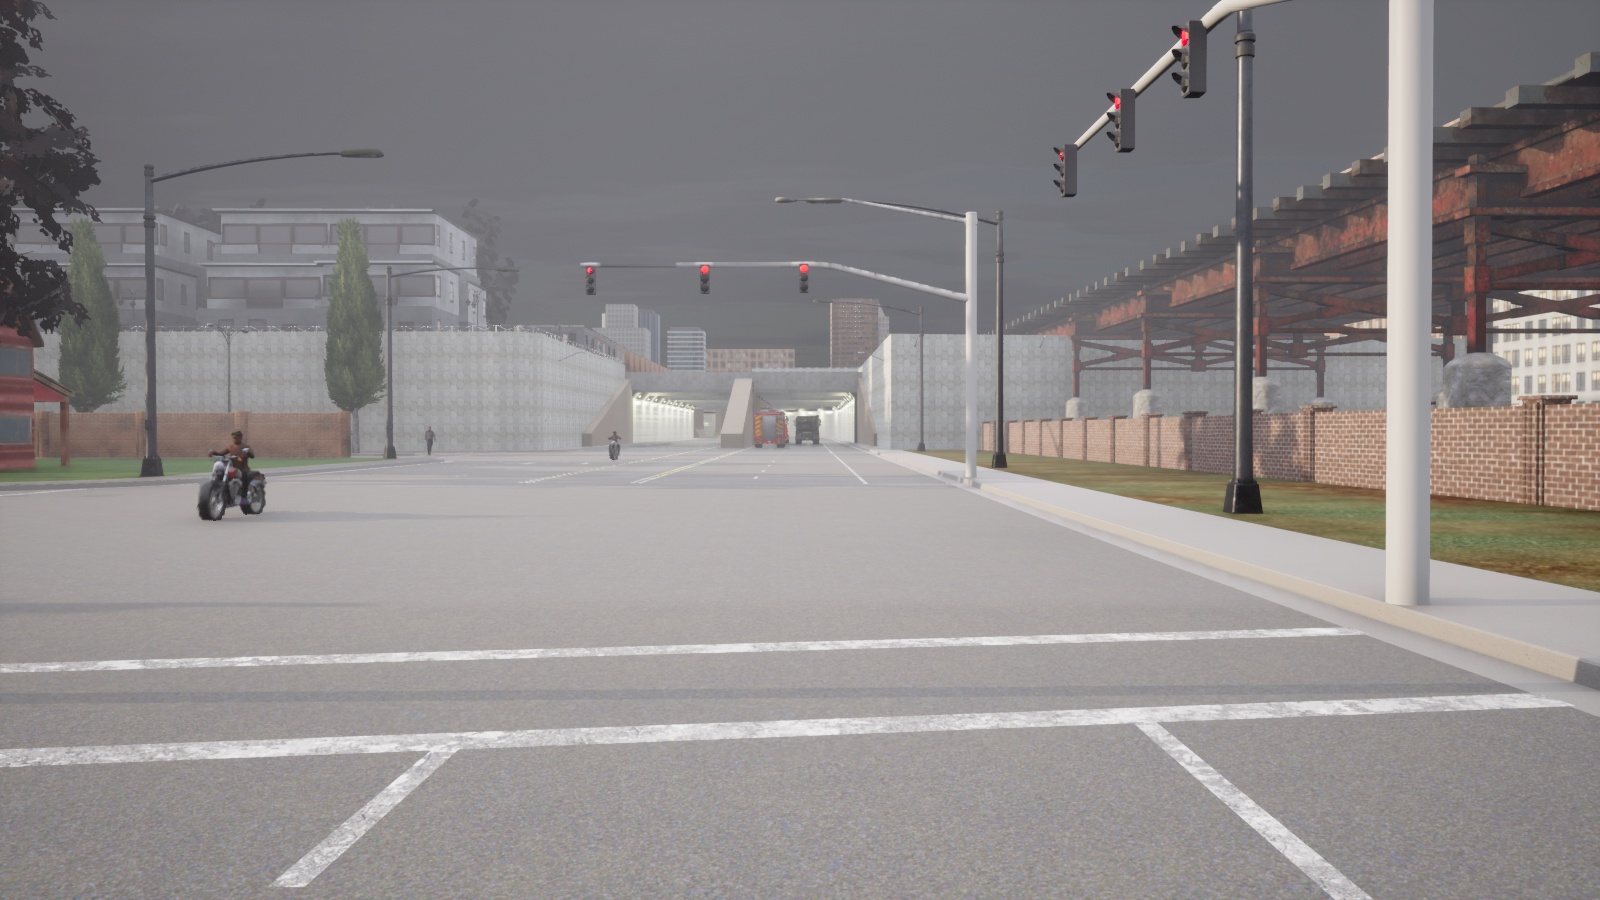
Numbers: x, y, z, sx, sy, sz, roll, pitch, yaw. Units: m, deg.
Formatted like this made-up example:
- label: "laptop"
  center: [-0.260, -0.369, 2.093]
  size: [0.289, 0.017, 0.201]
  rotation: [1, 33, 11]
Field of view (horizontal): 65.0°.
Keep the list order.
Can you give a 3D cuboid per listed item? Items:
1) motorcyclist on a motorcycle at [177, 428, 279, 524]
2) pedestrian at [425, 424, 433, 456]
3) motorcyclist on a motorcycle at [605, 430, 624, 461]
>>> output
- label: "motorcyclist on a motorcycle"
  center: [-10.353, 0.432, 22.833]
  size: [0.766, 1.649, 2.350]
  rotation: [0, 1, 0]
- label: "pedestrian"
  center: [-22.912, -0.621, 77.649]
  size: [0.423, 1.949, 0.788]
  rotation: [0, 1, -13]
- label: "motorcyclist on a motorcycle"
  center: [-10.097, -0.262, 68.348]
  size: [0.766, 1.649, 2.350]
  rotation: [0, 1, -3]
